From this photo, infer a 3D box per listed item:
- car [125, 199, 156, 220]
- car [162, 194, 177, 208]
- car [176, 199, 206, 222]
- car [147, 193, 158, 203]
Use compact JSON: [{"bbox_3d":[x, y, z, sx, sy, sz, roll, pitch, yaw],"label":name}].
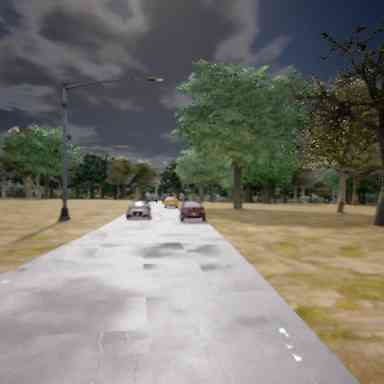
[{"bbox_3d":[-4.318,1.529,27.579,1.994,1.385,4.181,0,0,-4],"label":"car"},{"bbox_3d":[-2.998,1.447,47.808,1.882,1.535,5.008,0,0,-6],"label":"car"},{"bbox_3d":[-0.036,1.444,26.493,1.882,1.535,5.008,0,0,-4],"label":"car"},{"bbox_3d":[-8.175,1.282,69.004,2.150,2.045,5.566,0,0,-6],"label":"car"}]
